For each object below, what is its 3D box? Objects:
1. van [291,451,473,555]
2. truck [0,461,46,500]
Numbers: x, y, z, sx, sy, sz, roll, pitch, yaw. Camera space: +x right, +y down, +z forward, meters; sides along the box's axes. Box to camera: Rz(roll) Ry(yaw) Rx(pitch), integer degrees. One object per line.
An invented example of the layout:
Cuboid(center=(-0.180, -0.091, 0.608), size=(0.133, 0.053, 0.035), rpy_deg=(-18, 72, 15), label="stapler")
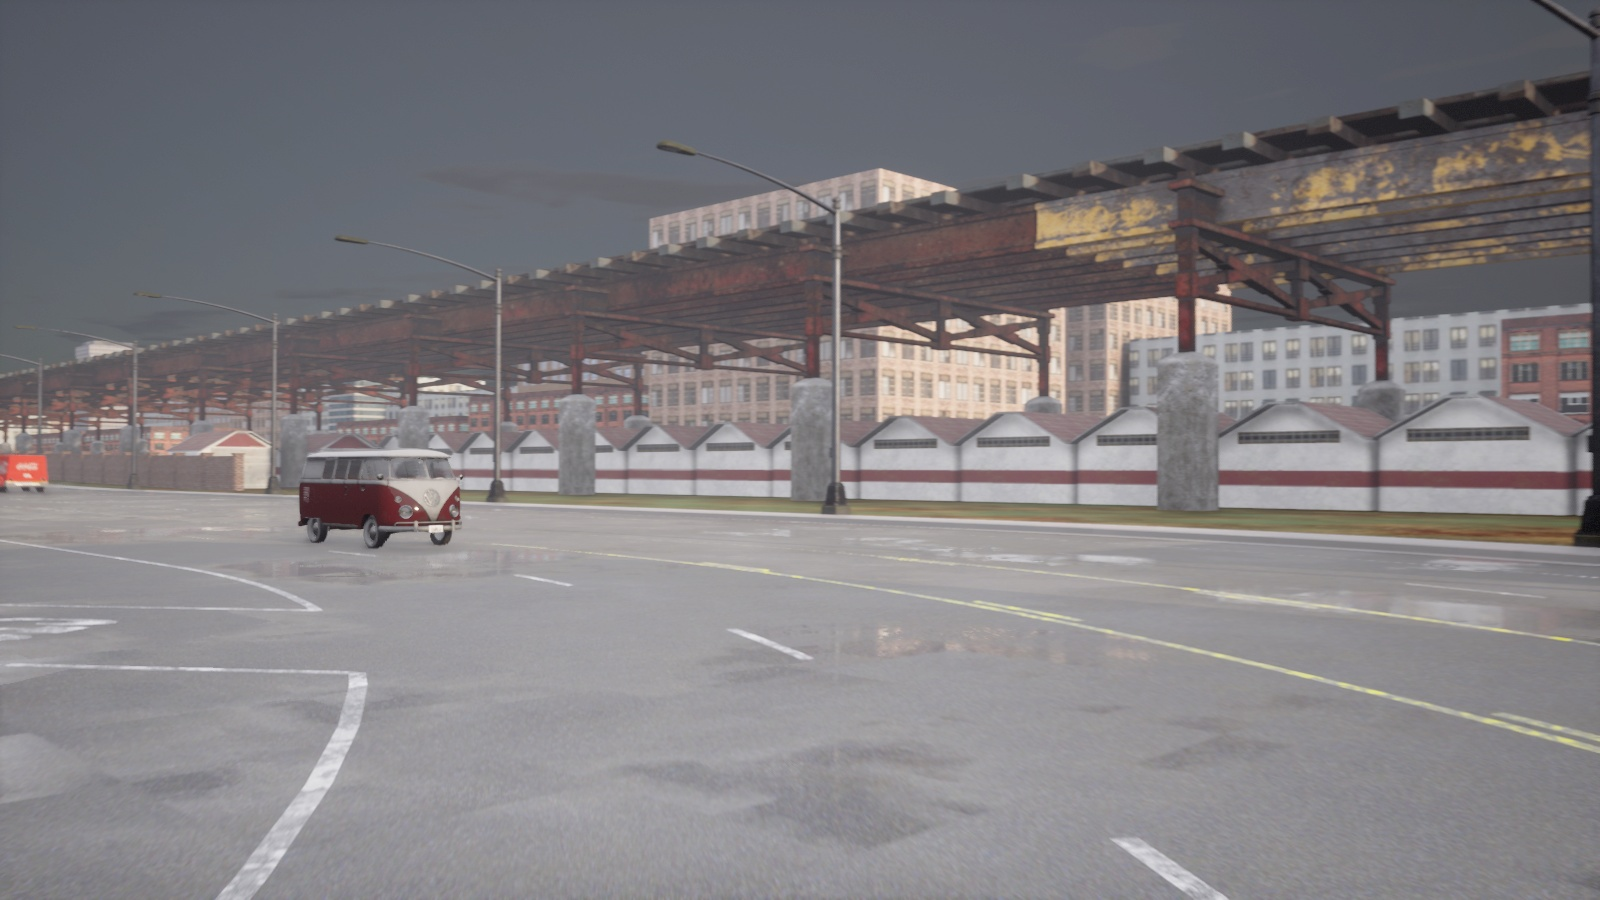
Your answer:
Cuboid(center=(-8.796, 1.053, 26.247), size=(4.442, 1.987, 1.775), rpy_deg=(-1, -1, 44), label="van")
Cuboid(center=(-52.001, 1.979, 82.861), size=(5.204, 2.467, 2.627), rpy_deg=(-1, -1, 44), label="truck")
